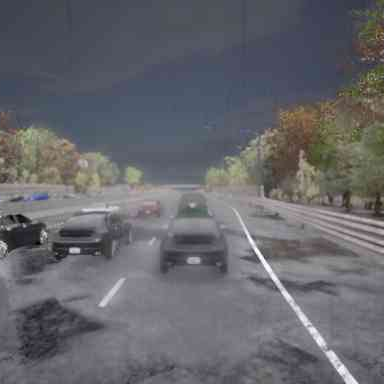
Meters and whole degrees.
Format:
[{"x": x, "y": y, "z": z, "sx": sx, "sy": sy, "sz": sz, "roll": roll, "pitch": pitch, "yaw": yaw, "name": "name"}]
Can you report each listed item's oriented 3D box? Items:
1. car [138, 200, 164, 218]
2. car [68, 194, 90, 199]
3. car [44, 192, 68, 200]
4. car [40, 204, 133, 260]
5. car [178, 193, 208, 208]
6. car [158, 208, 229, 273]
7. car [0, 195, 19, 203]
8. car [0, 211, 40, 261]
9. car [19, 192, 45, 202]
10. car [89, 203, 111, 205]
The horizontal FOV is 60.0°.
[{"x": -3.409, "y": 1.373, "z": 28.068, "sx": 1.812, "sy": 1.442, "sz": 4.674, "roll": 0, "pitch": 0, "yaw": 0, "name": "car"}, {"x": -17.529, "y": 1.085, "z": 53.064, "sx": 2.097, "sy": 1.767, "sz": 4.553, "roll": 0, "pitch": 0, "yaw": 0, "name": "car"}, {"x": -21.026, "y": 1.085, "z": 52.842, "sx": 2.097, "sy": 1.767, "sz": 4.553, "roll": 0, "pitch": 0, "yaw": 0, "name": "car"}, {"x": -3.420, "y": 1.438, "z": 12.164, "sx": 1.837, "sy": 1.490, "sz": 4.892, "roll": 0, "pitch": 1, "yaw": 0, "name": "car"}, {"x": 0.079, "y": 1.083, "z": 25.980, "sx": 2.150, "sy": 2.045, "sz": 5.566, "roll": 0, "pitch": 1, "yaw": 0, "name": "car"}, {"x": 0.068, "y": 1.442, "z": 10.504, "sx": 1.837, "sy": 1.490, "sz": 4.892, "roll": 0, "pitch": -1, "yaw": 0, "name": "car"}, {"x": -28.024, "y": 1.229, "z": 51.470, "sx": 2.128, "sy": 1.511, "sz": 4.902, "roll": 0, "pitch": 0, "yaw": 0, "name": "car"}, {"x": -6.922, "y": 1.438, "z": 11.974, "sx": 1.837, "sy": 1.490, "sz": 4.892, "roll": 0, "pitch": 1, "yaw": 0, "name": "car"}, {"x": -24.519, "y": 0.953, "z": 52.694, "sx": 2.150, "sy": 2.045, "sz": 5.566, "roll": 0, "pitch": 0, "yaw": 1, "name": "car"}, {"x": -6.925, "y": 1.461, "z": 25.637, "sx": 1.895, "sy": 1.301, "sz": 4.718, "roll": 0, "pitch": 0, "yaw": 0, "name": "car"}]
